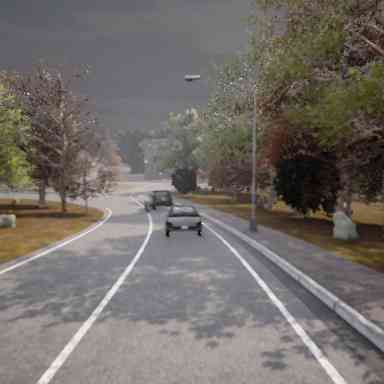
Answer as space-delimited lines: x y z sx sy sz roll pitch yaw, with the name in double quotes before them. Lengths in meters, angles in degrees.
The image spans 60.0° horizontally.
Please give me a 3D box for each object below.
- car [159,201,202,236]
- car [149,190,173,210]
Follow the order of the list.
"car" -0.563 1.452 18.150 2.128 1.511 4.902 0 0 -5
"car" -3.510 0.765 36.967 2.150 2.045 5.566 -1 3 -13
